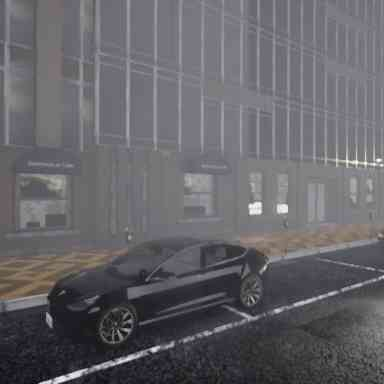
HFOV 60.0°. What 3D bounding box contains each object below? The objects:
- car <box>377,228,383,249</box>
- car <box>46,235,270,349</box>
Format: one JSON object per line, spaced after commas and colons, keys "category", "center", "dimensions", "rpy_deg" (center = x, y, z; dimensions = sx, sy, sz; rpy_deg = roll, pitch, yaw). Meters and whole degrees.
{"category": "car", "center": [8.868, 1.521, 12.912], "dimensions": [4.403, 1.369, 2.008], "rpy_deg": [0, 1, -36]}
{"category": "car", "center": [-0.382, 1.559, 6.287], "dimensions": [4.313, 1.339, 1.947], "rpy_deg": [0, 1, -36]}
